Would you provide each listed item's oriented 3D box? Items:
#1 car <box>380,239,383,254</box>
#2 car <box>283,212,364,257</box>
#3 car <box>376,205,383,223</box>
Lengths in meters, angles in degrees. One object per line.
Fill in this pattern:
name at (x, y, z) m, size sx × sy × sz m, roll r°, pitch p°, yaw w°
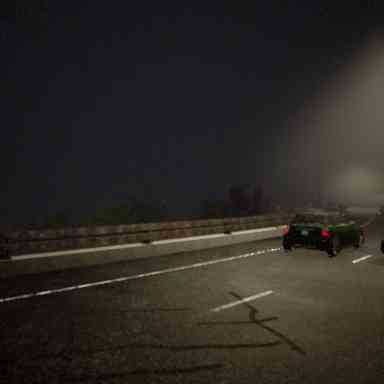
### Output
car at (8.680, 1.860, 12.431) m, size 1.895 × 1.301 × 4.718 m, roll -1°, pitch -1°, yaw 43°
car at (5.857, 1.646, 14.583) m, size 2.097 × 1.767 × 4.553 m, roll -1°, pitch -1°, yaw 43°
car at (18.818, 1.997, 31.602) m, size 2.097 × 1.767 × 4.553 m, roll -1°, pitch -1°, yaw 32°
